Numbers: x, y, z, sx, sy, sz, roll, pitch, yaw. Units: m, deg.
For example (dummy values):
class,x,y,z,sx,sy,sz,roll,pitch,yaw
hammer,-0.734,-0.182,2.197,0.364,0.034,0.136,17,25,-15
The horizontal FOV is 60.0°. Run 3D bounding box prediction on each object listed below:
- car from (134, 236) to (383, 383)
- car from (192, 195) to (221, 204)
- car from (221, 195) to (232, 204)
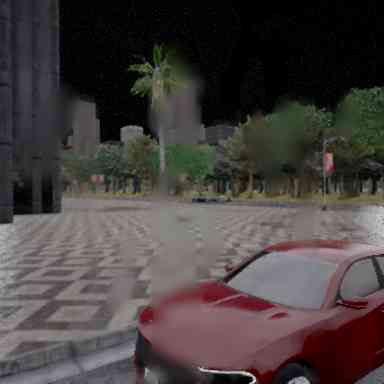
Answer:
class,x,y,z,sx,sy,sz,roll,pitch,yaw
car,1.657,1.447,4.555,5.008,1.535,1.882,-1,0,-35
car,2.161,1.316,55.864,1.895,1.301,4.718,-1,1,-37
car,4.996,1.241,57.499,1.994,1.385,4.181,-1,1,-37
